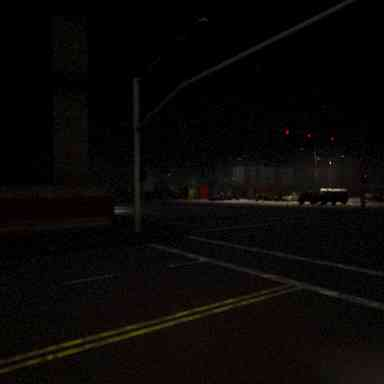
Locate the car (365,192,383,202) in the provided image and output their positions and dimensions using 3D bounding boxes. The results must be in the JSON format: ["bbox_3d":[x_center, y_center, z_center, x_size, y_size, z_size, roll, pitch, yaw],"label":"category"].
[{"bbox_3d":[32.527,0.758,59.570,3.806,1.475,1.970,-1,0,-35],"label":"car"}]

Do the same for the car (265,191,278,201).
[{"bbox_3d":[15.190,0.878,57.987,3.905,1.438,1.784,-1,0,-35],"label":"car"}]

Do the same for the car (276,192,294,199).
[{"bbox_3d":[21.136,0.719,75.757,3.905,1.438,1.784,-1,0,-35],"label":"car"}]

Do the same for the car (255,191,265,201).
[{"bbox_3d":[13.606,0.667,60.153,4.605,1.855,1.932,-1,0,-35],"label":"car"}]

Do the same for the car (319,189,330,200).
[{"bbox_3d":[35.422,0.570,85.806,3.806,1.475,1.970,-1,0,-35],"label":"car"}]

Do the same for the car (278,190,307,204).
[{"bbox_3d":[16.853,0.911,55.617,3.806,1.475,1.970,-1,0,-35],"label":"car"}]

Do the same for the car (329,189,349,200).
[{"bbox_3d":[37.074,0.332,83.428,3.866,1.878,1.905,-1,0,-35],"label":"car"}]

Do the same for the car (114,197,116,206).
[{"bbox_3d":[-12.719,0.975,47.354,2.150,2.045,5.566,-1,1,-35],"label":"car"}]
